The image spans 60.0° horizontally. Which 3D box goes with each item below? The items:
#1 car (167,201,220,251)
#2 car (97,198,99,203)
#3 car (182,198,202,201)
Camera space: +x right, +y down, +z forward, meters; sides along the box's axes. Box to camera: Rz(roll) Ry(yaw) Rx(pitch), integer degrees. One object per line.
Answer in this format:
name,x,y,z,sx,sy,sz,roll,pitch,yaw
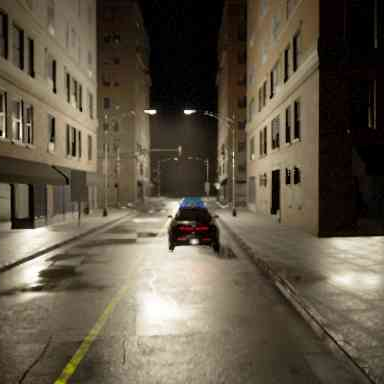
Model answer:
car,0.060,1.334,13.281,1.837,1.490,4.892,0,1,0
car,-14.714,1.181,44.628,4.206,1.307,1.802,-1,1,0
car,0.022,1.175,23.274,1.882,1.535,5.008,0,1,0
